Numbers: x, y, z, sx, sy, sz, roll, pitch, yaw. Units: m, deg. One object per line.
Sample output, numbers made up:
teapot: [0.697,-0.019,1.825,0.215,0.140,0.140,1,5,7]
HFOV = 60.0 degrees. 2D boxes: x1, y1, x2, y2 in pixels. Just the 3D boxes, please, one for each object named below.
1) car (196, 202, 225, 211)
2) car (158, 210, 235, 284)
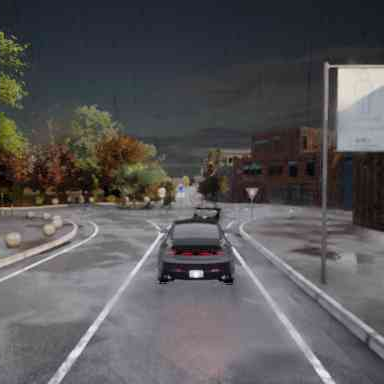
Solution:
car: [1.355,1.525,24.985,2.128,1.511,4.902,0,0,11]
car: [0.123,1.512,9.603,1.837,1.490,4.892,0,0,1]
